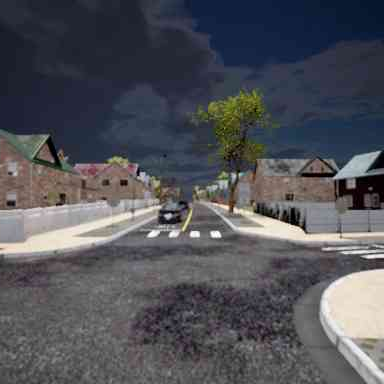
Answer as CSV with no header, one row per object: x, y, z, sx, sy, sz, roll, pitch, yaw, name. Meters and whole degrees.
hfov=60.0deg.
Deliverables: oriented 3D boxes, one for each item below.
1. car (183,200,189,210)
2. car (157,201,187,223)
-1.404,2.130,54.674,1.812,1.442,4.674,0,-1,0,car
-1.778,1.754,27.950,2.128,1.511,4.902,0,-1,1,car
